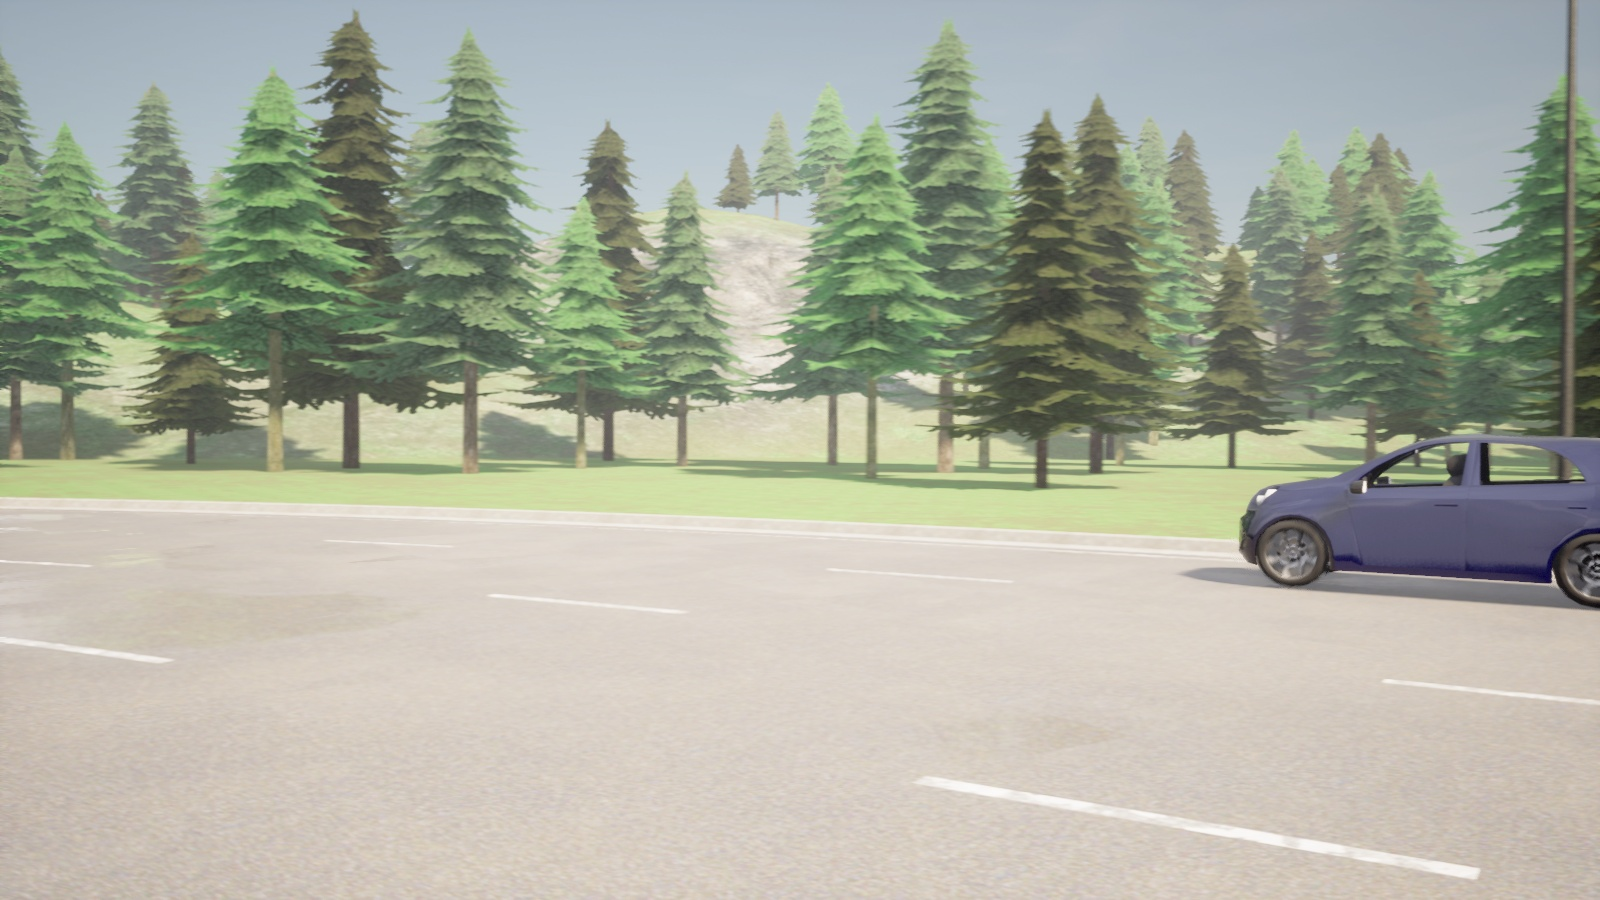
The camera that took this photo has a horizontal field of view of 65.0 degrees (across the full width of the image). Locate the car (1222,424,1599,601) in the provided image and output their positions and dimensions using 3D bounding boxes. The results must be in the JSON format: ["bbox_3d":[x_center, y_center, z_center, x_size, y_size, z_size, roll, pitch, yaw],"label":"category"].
[{"bbox_3d":[6.160,0.511,12.087,3.633,1.501,1.845,0,1,32],"label":"car"}]
